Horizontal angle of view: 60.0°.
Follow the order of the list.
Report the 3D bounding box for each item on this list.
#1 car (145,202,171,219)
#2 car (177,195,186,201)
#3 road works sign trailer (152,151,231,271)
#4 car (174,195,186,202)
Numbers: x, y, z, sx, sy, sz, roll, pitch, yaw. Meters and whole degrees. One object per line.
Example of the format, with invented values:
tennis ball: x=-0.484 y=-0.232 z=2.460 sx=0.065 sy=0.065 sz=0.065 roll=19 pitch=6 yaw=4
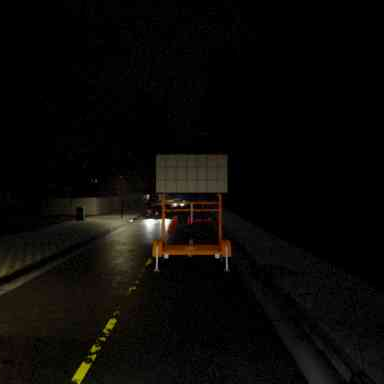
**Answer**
car: x=-2.865 y=1.568 z=28.987 sx=1.994 sy=1.385 sz=4.181 roll=0 pitch=0 yaw=0
car: x=-2.798 y=1.549 z=90.853 sx=2.128 sy=1.511 sz=4.902 roll=0 pitch=0 yaw=0
road works sign trailer: x=-0.005 y=0.464 z=10.852 sx=2.380 sy=3.560 sz=2.880 roll=0 pitch=0 yaw=0
car: x=-2.787 y=1.628 z=69.965 sx=1.895 sy=1.301 sz=4.718 roll=0 pitch=0 yaw=0
